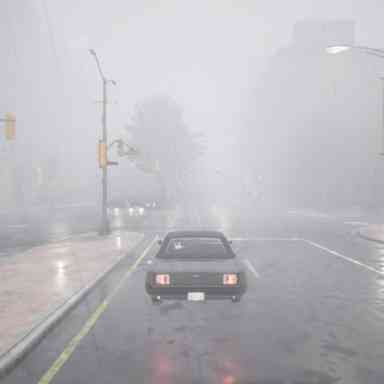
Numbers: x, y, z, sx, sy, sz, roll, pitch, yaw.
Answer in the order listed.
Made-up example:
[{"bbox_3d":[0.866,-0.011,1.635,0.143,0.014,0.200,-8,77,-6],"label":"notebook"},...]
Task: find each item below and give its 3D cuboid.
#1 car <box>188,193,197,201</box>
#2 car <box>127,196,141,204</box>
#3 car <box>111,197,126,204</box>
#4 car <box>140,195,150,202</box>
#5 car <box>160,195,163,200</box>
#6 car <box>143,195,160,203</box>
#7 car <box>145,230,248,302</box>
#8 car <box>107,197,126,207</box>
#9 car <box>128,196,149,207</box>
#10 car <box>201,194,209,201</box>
[{"bbox_3d":[0.061,1.217,86.531,2.150,2.045,5.566,0,0,0],"label":"car"},{"bbox_3d":[-11.480,1.504,65.830,1.837,1.490,4.892,0,0,1],"label":"car"},{"bbox_3d":[-14.702,1.594,66.897,1.895,1.301,4.718,0,0,0],"label":"car"},{"bbox_3d":[-11.443,1.523,80.885,1.812,1.442,4.674,0,0,0],"label":"car"},{"bbox_3d":[-7.943,1.539,81.001,2.033,1.411,5.357,0,0,0],"label":"car"},{"bbox_3d":[-7.982,1.563,65.969,1.994,1.385,4.181,0,0,1],"label":"car"},{"bbox_3d":[0.080,1.601,8.233,1.895,1.301,4.718,0,0,0],"label":"car"},{"bbox_3d":[-11.558,1.600,49.722,1.895,1.301,4.718,0,0,0],"label":"car"},{"bbox_3d":[-8.056,1.600,49.758,1.895,1.301,4.718,0,0,0],"label":"car"},{"bbox_3d":[3.561,1.518,86.915,2.128,1.511,4.902,0,0,0],"label":"car"}]
